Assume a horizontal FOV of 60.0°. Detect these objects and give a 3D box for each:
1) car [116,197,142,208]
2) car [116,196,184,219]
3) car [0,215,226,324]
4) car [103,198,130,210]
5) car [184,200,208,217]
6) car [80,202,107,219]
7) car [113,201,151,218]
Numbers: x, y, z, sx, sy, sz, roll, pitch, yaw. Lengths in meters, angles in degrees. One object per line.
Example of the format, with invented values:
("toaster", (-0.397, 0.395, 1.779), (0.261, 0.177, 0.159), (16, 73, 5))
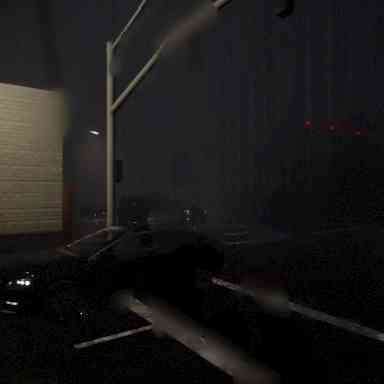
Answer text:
("car", (-9.492, 1.558, 49.509), (1.837, 1.490, 4.892), (0, -1, -36))
("car", (-3.165, 1.277, 22.295), (2.150, 2.045, 5.566), (0, 0, -36))
("car", (-1.481, 1.490, 7.236), (4.902, 1.511, 2.128), (0, 0, -36))
("car", (-10.205, 1.581, 44.445), (1.812, 1.442, 4.674), (0, 0, -36))
("car", (-0.799, 1.407, 25.010), (2.097, 1.767, 4.553), (0, 0, -36))
("car", (-8.635, 1.619, 29.959), (1.994, 1.385, 4.181), (0, 0, -35))
("car", (-5.822, 1.619, 32.036), (1.994, 1.385, 4.181), (0, 0, -35))
